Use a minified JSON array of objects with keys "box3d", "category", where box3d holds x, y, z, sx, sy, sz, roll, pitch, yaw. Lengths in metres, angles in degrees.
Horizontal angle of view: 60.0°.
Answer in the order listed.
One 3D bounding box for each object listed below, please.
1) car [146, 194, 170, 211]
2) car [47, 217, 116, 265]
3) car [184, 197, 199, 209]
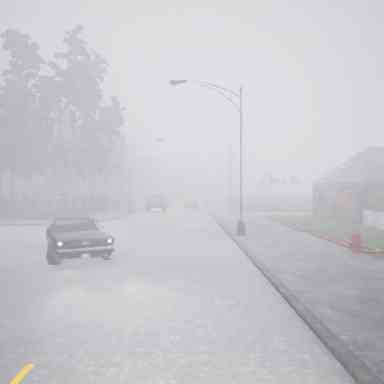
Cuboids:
[{"box3d":[-4.253,1.221,40.298,2.150,2.045,5.566,0,0,0],"category":"car"},{"box3d":[-4.118,1.601,11.952,1.895,1.301,4.718,0,0,-26],"category":"car"},{"box3d":[-0.072,1.478,46.261,1.882,1.535,5.008,0,-1,0],"category":"car"}]
